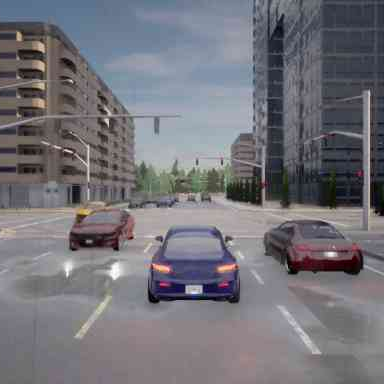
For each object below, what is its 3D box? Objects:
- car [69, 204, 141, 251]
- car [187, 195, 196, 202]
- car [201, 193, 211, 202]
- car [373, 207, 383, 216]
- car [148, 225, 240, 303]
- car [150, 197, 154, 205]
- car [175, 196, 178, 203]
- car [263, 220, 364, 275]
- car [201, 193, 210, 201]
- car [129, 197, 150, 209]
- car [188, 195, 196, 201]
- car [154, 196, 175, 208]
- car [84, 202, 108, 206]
[{"bbox_3d":[-3.636,1.477,14.224,1.882,1.535,5.008,0,0,0],"label":"car"},{"bbox_3d":[-0.151,1.540,77.431,2.033,1.411,5.357,0,0,1],"label":"car"},{"bbox_3d":[3.350,1.355,77.639,2.097,1.767,4.553,0,0,1],"label":"car"},{"bbox_3d":[19.459,1.656,30.678,4.718,1.301,1.895,0,0,0],"label":"car"},{"bbox_3d":[0.047,1.526,8.073,1.812,1.442,4.674,0,0,0],"label":"car"},{"bbox_3d":[-7.428,1.563,58.763,1.994,1.385,4.181,0,0,1],"label":"car"},{"bbox_3d":[-3.935,1.526,58.471,1.812,1.442,4.674,0,0,1],"label":"car"},{"bbox_3d":[3.556,1.564,10.496,1.994,1.385,4.181,0,0,0],"label":"car"},{"bbox_3d":[3.459,1.225,87.802,2.150,2.045,5.566,0,0,1],"label":"car"},{"bbox_3d":[-7.500,1.501,46.016,1.837,1.490,4.892,0,1,1],"label":"car"},{"bbox_3d":[-0.041,1.525,87.775,2.128,1.511,4.902,0,0,1],"label":"car"},{"bbox_3d":[-3.989,1.352,48.984,2.097,1.767,4.553,0,0,0],"label":"car"},{"bbox_3d":[-7.220,1.504,25.022,1.882,1.535,5.008,0,0,-1],"label":"car"}]
